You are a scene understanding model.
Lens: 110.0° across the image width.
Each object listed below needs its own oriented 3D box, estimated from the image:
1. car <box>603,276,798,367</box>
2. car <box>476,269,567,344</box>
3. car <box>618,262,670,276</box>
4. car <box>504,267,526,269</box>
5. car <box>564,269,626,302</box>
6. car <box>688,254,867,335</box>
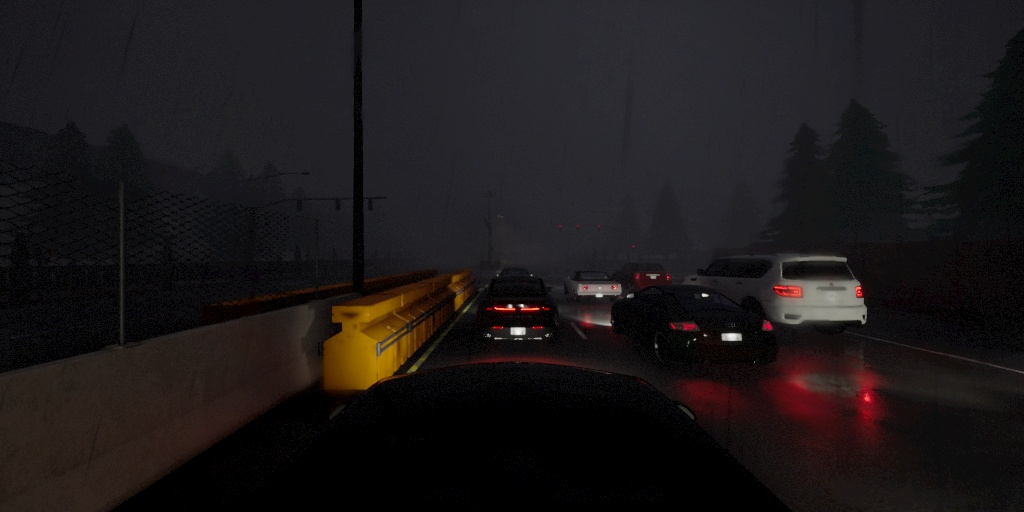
[{"bbox_3d":[3.625,1.314,7.958,1.994,1.385,4.181,0,0,-1],"label":"car"},{"bbox_3d":[0.121,1.255,9.587,1.837,1.490,4.892,0,0,0],"label":"car"},{"bbox_3d":[7.150,1.102,20.243,2.097,1.767,4.553,0,0,0],"label":"car"},{"bbox_3d":[0.145,1.297,19.105,2.033,1.411,5.357,0,0,0],"label":"car"},{"bbox_3d":[3.642,1.351,17.139,1.895,1.301,4.718,0,0,0],"label":"car"},{"bbox_3d":[7.125,0.971,10.657,2.150,2.045,5.566,0,0,0],"label":"car"}]
